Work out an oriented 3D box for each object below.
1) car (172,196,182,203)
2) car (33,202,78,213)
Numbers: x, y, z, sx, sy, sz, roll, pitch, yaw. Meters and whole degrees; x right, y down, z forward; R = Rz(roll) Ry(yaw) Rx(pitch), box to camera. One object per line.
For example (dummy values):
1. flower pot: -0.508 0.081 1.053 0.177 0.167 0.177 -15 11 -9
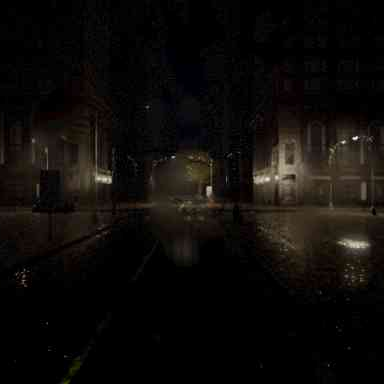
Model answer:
1. car: -3.014 1.554 68.216 1.895 1.301 4.718 0 0 0
2. car: -13.751 1.531 33.578 4.181 1.385 1.994 1 0 0
